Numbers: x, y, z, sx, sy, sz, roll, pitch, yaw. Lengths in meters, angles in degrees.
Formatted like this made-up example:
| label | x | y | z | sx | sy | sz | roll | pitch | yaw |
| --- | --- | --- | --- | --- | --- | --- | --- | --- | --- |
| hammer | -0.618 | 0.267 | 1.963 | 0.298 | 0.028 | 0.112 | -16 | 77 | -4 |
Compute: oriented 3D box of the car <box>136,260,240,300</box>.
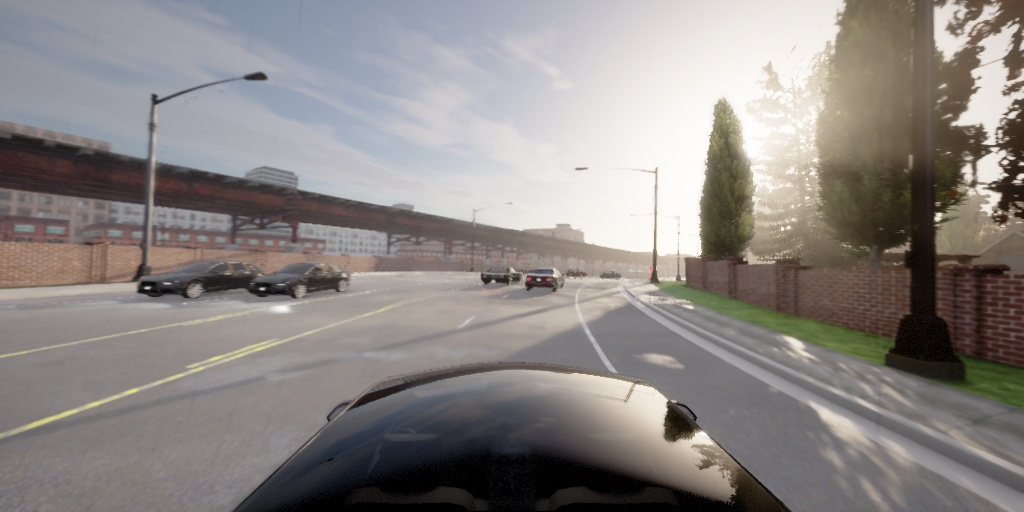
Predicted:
| label | x | y | z | sx | sy | sz | roll | pitch | yaw |
| --- | --- | --- | --- | --- | --- | --- | --- | --- | --- |
| car | -13.036 | 0.944 | 15.550 | 1.837 | 1.490 | 4.892 | 1 | 0 | 8 |

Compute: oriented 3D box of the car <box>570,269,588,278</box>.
| label | x | y | z | sx | sy | sz | roll | pitch | yaw |
| --- | --- | --- | --- | --- | --- | --- | --- | --- | --- |
| car | 9.110 | 2.429 | 50.348 | 1.895 | 1.301 | 4.718 | 1 | -3 | 30 |

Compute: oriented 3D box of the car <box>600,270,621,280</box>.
| label | x | y | z | sx | sy | sz | roll | pitch | yaw |
| --- | --- | --- | --- | --- | --- | --- | --- | --- | --- |
| car | 14.689 | 2.791 | 52.983 | 1.895 | 1.301 | 4.718 | 1 | -3 | 33 |

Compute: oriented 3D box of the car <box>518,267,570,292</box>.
| label | x | y | z | sx | sy | sz | roll | pitch | yaw |
| --- | --- | --- | --- | --- | --- | --- | --- | --- | --- |
| car | 2.208 | 1.427 | 22.959 | 2.033 | 1.411 | 5.357 | 1 | 0 | 15 |

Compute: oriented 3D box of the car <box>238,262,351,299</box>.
| label | x | y | z | sx | sy | sz | roll | pitch | yaw |
| --- | --- | --- | --- | --- | --- | --- | --- | --- | --- |
| car | -9.393 | 1.049 | 16.402 | 1.837 | 1.490 | 4.892 | 1 | 0 | 9 |

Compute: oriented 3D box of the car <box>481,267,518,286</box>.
| label | x | y | z | sx | sy | sz | roll | pitch | yaw |
| --- | --- | --- | --- | --- | --- | --- | --- | --- | --- |
| car | -0.624 | 1.429 | 26.186 | 1.895 | 1.301 | 4.718 | 1 | -1 | 16 |

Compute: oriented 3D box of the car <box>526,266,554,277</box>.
| label | x | y | z | sx | sy | sz | roll | pitch | yaw |
| --- | --- | --- | --- | --- | --- | --- | --- | --- | --- |
| car | 4.383 | 2.415 | 55.414 | 2.033 | 1.411 | 5.357 | 1 | -3 | 31 |

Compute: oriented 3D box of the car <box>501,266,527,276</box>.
| label | x | y | z | sx | sy | sz | roll | pitch | yaw |
| --- | --- | --- | --- | --- | --- | --- | --- | --- | --- |
| car | 0.388 | 2.308 | 55.490 | 1.895 | 1.301 | 4.718 | 1 | -3 | 30 |

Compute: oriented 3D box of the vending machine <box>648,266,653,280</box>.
| label | x | y | z | sx | sy | sz | roll | pitch | yaw |
| --- | --- | --- | --- | --- | --- | --- | --- | --- | --- |
| vending machine | 18.322 | 2.259 | 46.854 | 1.100 | 2.100 | 0.880 | 0 | 0 | 30 |
